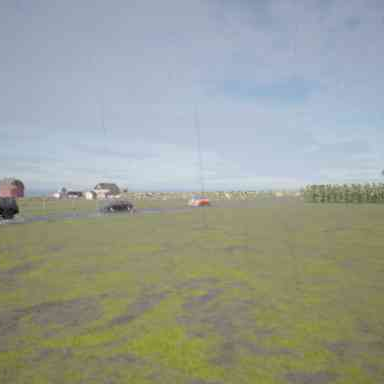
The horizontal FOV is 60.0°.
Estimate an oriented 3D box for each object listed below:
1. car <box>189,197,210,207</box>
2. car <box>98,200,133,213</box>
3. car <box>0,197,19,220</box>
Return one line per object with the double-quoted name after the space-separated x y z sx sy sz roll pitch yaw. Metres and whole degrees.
1.332 1.607 58.451 2.097 1.767 4.553 0 0 34 "car"
-9.637 1.762 42.230 1.837 1.490 4.892 0 0 34 "car"
-18.254 1.480 29.344 2.150 2.045 5.566 0 1 33 "car"
